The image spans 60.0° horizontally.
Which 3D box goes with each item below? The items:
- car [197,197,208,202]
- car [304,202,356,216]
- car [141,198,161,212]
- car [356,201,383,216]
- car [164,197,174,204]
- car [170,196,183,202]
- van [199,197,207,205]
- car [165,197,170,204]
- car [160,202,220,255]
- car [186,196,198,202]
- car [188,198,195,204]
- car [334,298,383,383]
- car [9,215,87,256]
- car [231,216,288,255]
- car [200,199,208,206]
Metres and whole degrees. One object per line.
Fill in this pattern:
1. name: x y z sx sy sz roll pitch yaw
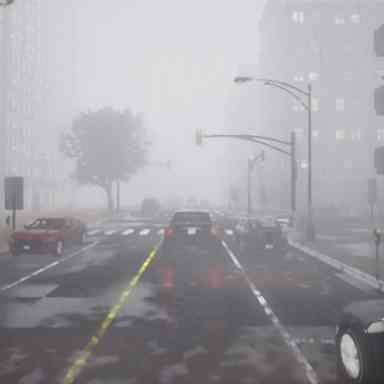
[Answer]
1. car: 2.638 2.261 68.189 1.947 1.339 4.313 0 -1 0
2. car: 13.401 1.667 33.128 4.403 1.369 2.008 -1 0 -1
3. car: -5.727 1.776 46.095 2.192 1.841 5.009 0 -1 0
4. car: 18.797 1.567 33.187 4.829 1.417 1.752 -1 0 -1
5. car: -5.757 2.194 84.753 2.192 1.841 5.009 0 -1 0
6. car: -3.054 1.961 71.874 2.150 2.045 5.566 0 -1 0
7. van: 2.628 2.158 79.237 1.690 1.788 3.998 0 -1 0
8. car: -5.752 2.383 79.229 1.947 1.339 4.313 0 -1 0
9. car: -0.009 1.486 14.077 2.097 1.767 4.553 0 -1 0
10. car: -0.057 1.955 73.786 2.150 2.045 5.566 0 -1 0
11. car: -0.065 2.241 85.841 1.837 1.490 4.892 0 -1 0
12. car: 2.687 1.577 2.647 2.008 1.369 4.403 0 -1 0
13. car: -5.701 1.677 13.707 1.887 1.381 4.507 0 -1 0
14. car: 2.679 1.683 13.713 2.008 1.369 4.403 0 -1 0
15. car: 2.633 2.283 73.882 1.752 1.417 4.829 0 -1 0
